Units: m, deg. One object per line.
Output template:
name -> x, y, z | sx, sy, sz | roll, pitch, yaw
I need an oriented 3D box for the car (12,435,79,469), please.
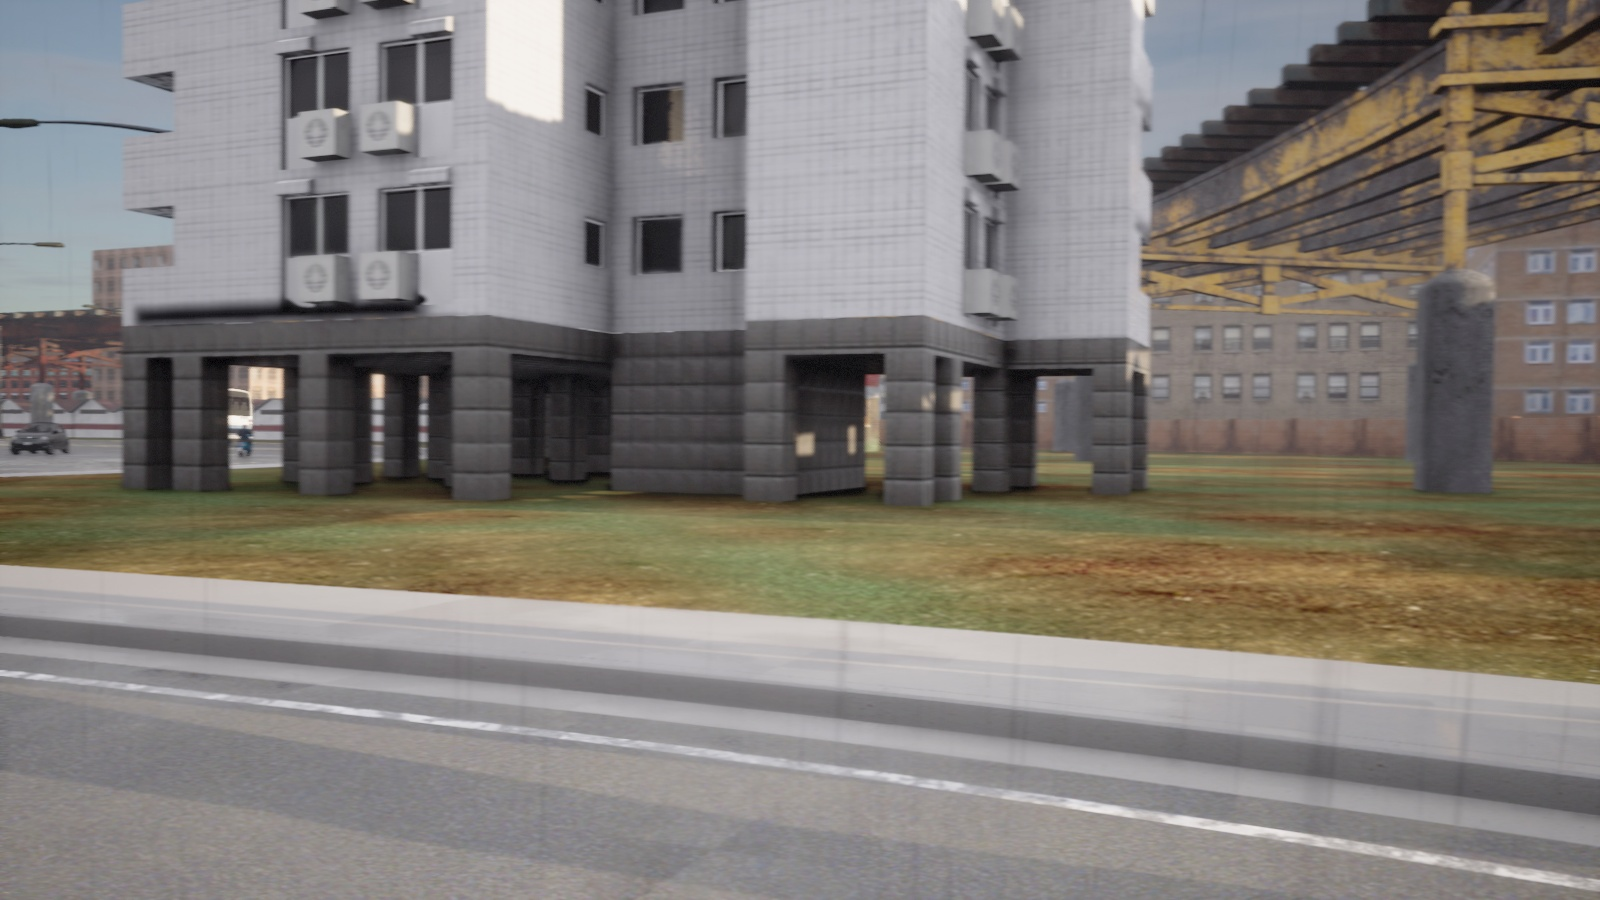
car -> -37.761, 0.055, 62.932 | 1.851, 1.617, 3.988 | -1, 1, -15

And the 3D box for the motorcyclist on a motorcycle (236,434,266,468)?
motorcyclist on a motorcycle -> -26.749, 0.026, 61.223 | 0.866, 1.590, 1.817 | -1, 1, -8
